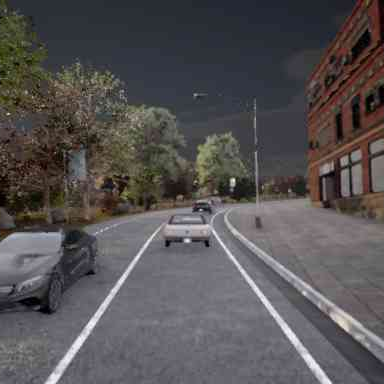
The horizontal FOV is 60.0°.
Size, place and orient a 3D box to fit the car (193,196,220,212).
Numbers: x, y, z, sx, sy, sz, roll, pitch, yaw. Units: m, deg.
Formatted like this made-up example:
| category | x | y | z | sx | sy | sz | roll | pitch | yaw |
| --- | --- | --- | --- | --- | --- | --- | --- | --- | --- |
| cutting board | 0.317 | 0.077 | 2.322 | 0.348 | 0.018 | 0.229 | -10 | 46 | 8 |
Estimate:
| category | x | y | z | sx | sy | sz | roll | pitch | yaw |
| --- | --- | --- | --- | --- | --- | --- | --- | --- | --- |
| car | 1.300 | 1.403 | 33.213 | 1.837 | 1.490 | 4.892 | -2 | 0 | 11 |

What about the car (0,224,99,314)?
| category | x | y | z | sx | sy | sz | roll | pitch | yaw |
| --- | --- | --- | --- | --- | --- | --- | --- | --- | --- |
| car | -3.469 | 1.531 | 7.711 | 1.812 | 1.442 | 4.674 | 0 | 0 | -1 |

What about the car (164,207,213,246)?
| category | x | y | z | sx | sy | sz | roll | pitch | yaw |
| --- | --- | --- | --- | --- | --- | --- | --- | --- | --- |
| car | -0.198 | 1.595 | 15.194 | 1.895 | 1.301 | 4.718 | 0 | 0 | 0 |

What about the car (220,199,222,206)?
| category | x | y | z | sx | sy | sz | roll | pitch | yaw |
| --- | --- | --- | --- | --- | --- | --- | --- | --- | --- |
| car | 2.851 | 1.423 | 48.448 | 1.837 | 1.490 | 4.892 | -3 | -1 | 26 |
